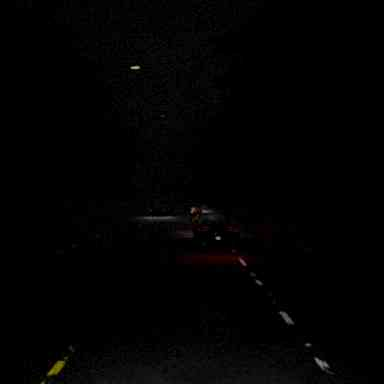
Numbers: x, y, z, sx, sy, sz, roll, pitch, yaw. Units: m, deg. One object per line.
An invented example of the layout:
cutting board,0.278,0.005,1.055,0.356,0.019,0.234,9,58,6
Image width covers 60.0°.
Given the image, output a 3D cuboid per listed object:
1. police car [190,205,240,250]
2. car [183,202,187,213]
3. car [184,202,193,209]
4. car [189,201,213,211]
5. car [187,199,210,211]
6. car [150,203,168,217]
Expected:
police car,1.002,1.613,15.485,1.930,1.638,5.238,0,-1,0
car,-0.423,2.261,49.165,2.128,1.511,4.902,0,-1,-1
car,-0.762,2.652,66.319,1.812,1.442,4.674,0,-1,-1
car,0.911,1.784,25.578,1.801,1.575,5.366,-1,0,-1
car,0.841,1.643,31.433,2.150,2.045,5.566,-1,-1,-1
car,-3.884,2.068,39.658,1.882,1.535,5.008,0,-1,-1
